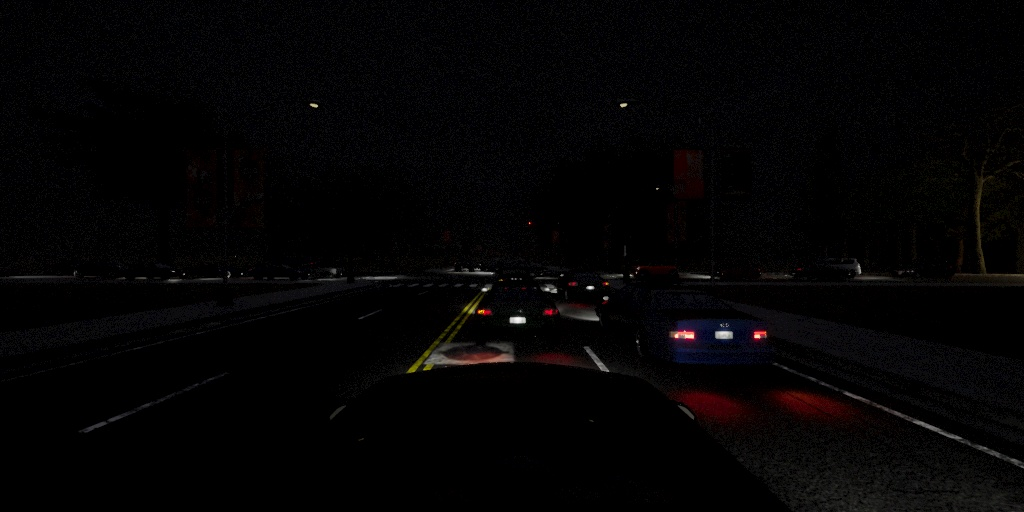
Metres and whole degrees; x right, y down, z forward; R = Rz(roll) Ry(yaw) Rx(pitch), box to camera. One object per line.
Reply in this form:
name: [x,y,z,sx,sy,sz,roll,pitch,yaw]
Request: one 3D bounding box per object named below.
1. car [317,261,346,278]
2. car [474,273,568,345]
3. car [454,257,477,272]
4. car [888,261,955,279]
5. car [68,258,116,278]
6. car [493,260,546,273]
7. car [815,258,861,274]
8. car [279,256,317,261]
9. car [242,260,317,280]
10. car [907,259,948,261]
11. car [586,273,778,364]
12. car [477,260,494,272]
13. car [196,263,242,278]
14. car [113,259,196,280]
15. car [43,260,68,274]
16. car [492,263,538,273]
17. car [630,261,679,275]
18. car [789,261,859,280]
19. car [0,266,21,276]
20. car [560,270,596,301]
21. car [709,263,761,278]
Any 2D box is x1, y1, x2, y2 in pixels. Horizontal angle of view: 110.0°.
car: [-18.075,1.365,33.286,4.718,1.301,1.895,0,0,-1]
car: [0.107,1.320,9.544,1.994,1.385,4.181,0,0,0]
car: [-6.587,1.123,49.838,2.150,2.045,5.566,0,0,1]
car: [42.660,1.567,37.146,4.902,1.511,2.128,0,0,0]
car: [-37.220,1.051,33.113,4.553,1.767,2.097,0,0,0]
car: [0.928,1.382,36.660,5.357,1.411,2.033,0,0,43]
car: [32.677,1.230,37.096,5.566,2.045,2.150,0,0,0]
car: [-24.415,0.973,39.850,5.566,2.045,2.150,0,0,1]
car: [-19.388,1.280,30.033,4.674,1.442,1.812,0,0,-2]
car: [45.927,1.327,40.394,5.566,2.045,2.150,0,0,0]
car: [3.354,1.303,8.195,2.033,1.411,5.357,0,0,0]
car: [-3.328,1.500,49.689,1.895,1.301,4.718,0,0,0]
car: [-27.216,1.332,33.201,4.718,1.301,1.895,0,0,-1]
car: [-29.711,1.243,29.927,4.674,1.442,1.812,0,0,-1]
car: [-48.678,1.185,39.697,4.892,1.490,1.837,0,0,-1]
car: [0.099,1.283,18.449,1.837,1.490,4.892,0,0,0]
car: [14.601,1.265,36.946,4.553,1.767,2.097,0,0,-1]
car: [28.844,1.472,33.638,4.902,1.511,2.128,0,0,0]
car: [-48.643,1.271,33.047,4.718,1.301,1.895,0,0,0]
car: [3.358,1.339,17.438,1.994,1.385,4.181,0,0,0]
car: [23.235,1.521,37.040,4.181,1.385,1.994,0,0,-2]
